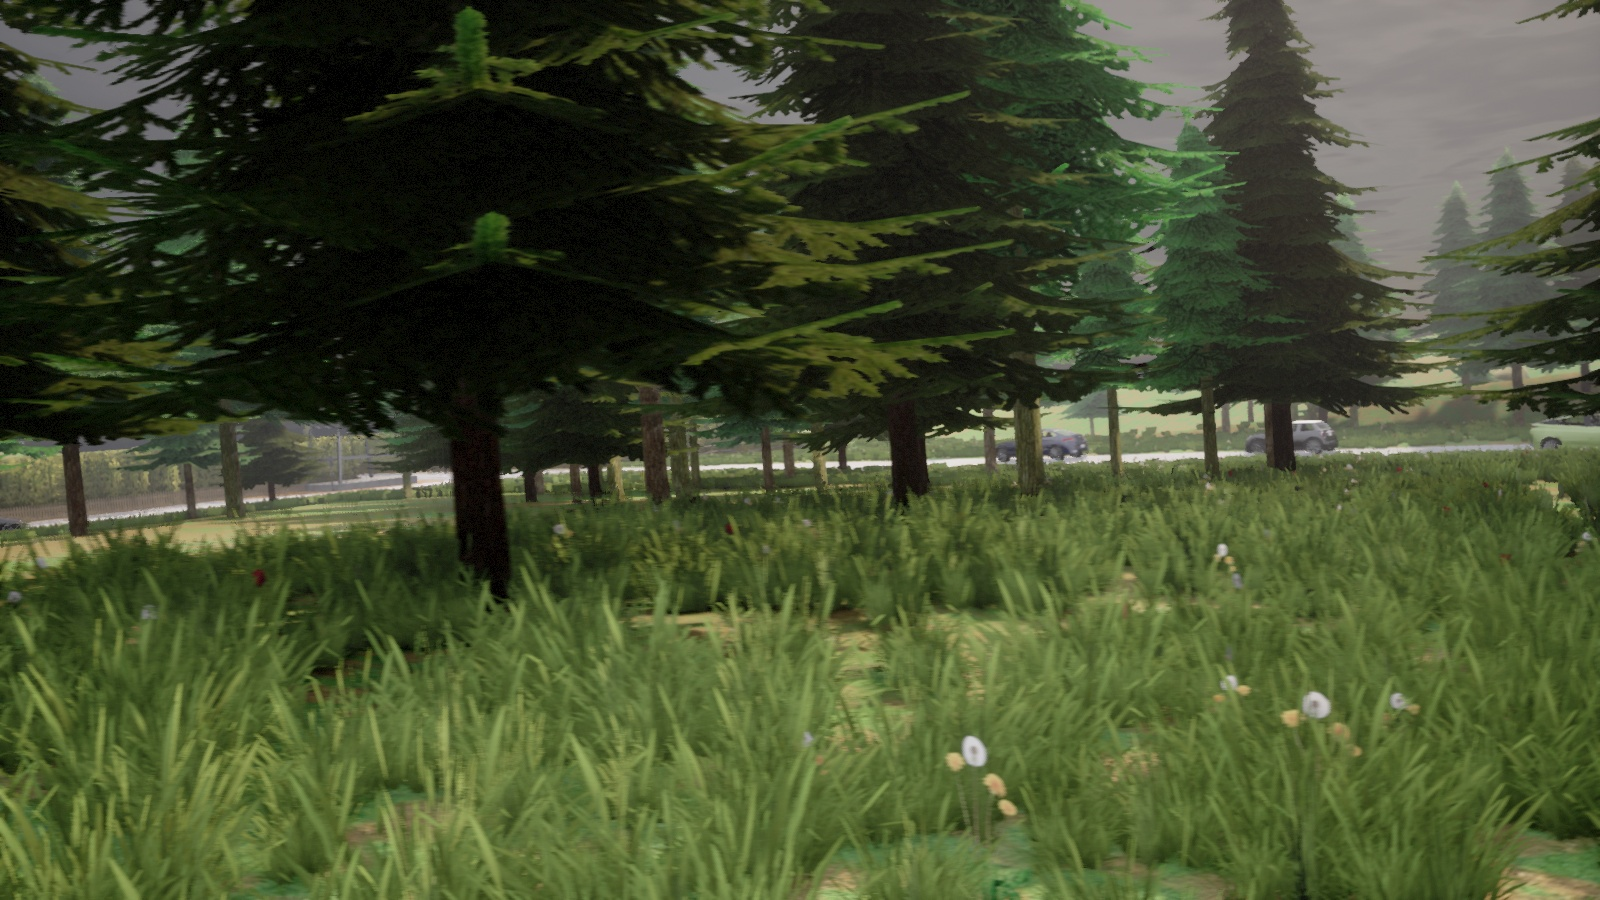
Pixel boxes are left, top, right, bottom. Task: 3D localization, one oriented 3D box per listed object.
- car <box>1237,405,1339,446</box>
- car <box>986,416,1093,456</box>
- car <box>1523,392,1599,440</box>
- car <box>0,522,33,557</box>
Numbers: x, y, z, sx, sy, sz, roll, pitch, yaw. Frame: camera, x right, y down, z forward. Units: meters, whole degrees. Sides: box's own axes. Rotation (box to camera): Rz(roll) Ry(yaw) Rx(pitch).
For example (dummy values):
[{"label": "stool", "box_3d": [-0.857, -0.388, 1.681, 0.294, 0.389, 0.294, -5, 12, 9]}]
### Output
[{"label": "car", "box_3d": [22.344, -1.106, 57.517, 3.806, 1.475, 1.970, -3, 4, 42]}, {"label": "car", "box_3d": [12.623, -0.730, 66.393, 5.027, 1.651, 2.152, -3, 4, 42]}, {"label": "car", "box_3d": [29.613, -1.343, 46.465, 4.514, 1.525, 2.007, -3, 4, 44]}, {"label": "car", "box_3d": [-42.142, 4.790, 64.683, 1.851, 1.617, 3.988, -3, 4, 43]}]
